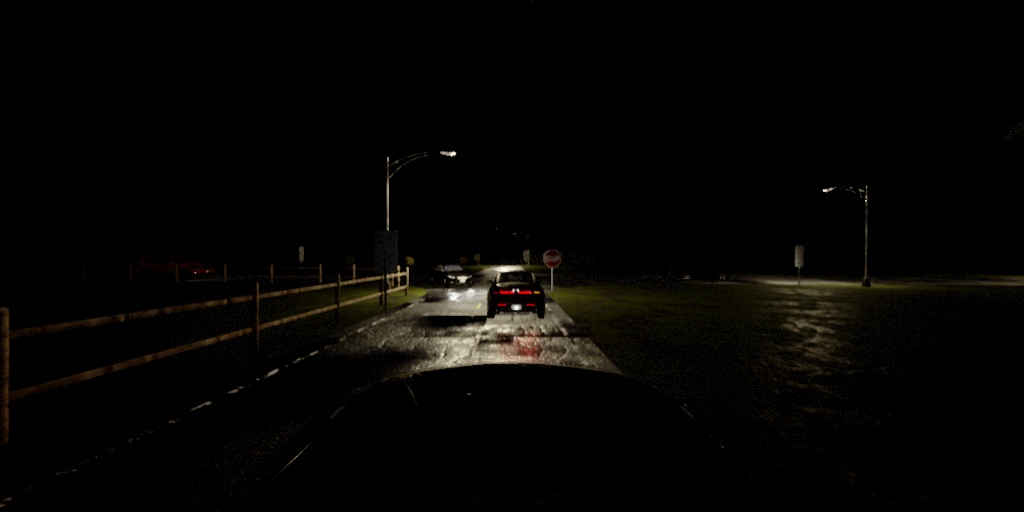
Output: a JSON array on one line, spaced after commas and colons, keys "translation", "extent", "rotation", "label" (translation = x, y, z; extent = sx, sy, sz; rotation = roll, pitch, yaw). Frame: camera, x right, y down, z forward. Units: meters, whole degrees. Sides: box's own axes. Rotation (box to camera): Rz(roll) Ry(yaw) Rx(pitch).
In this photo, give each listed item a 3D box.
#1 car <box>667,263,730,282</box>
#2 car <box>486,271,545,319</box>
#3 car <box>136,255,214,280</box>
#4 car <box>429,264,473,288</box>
[{"translation": [16.193, 1.392, 31.140], "extent": [5.008, 1.535, 1.882], "rotation": [0, 0, 0], "label": "car"}, {"translation": [0.137, 1.281, 12.969], "extent": [1.837, 1.490, 4.892], "rotation": [0, -1, 0], "label": "car"}, {"translation": [-29.410, 0.973, 31.373], "extent": [5.566, 2.045, 2.150], "rotation": [0, 0, 0], "label": "car"}, {"translation": [-4.223, 1.300, 24.438], "extent": [2.128, 1.511, 4.902], "rotation": [0, 0, -29], "label": "car"}]
